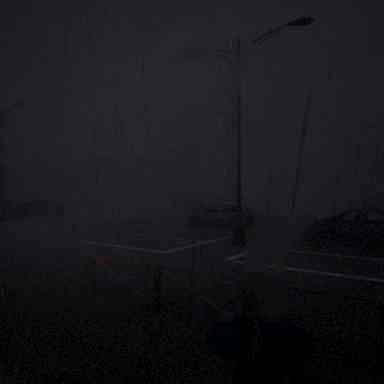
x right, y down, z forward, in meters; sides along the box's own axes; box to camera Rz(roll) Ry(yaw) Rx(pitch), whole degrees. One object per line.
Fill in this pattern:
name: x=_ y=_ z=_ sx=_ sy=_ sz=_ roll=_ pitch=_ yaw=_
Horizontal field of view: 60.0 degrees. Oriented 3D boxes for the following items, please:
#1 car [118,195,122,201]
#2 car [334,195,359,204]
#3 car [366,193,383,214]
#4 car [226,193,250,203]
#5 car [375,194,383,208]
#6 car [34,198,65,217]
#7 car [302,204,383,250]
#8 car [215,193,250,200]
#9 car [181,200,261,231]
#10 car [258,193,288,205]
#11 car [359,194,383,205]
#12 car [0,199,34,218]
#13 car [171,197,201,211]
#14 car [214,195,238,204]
car: x=-19.232 y=1.495 z=80.292 sx=2.242 sy=1.667 sz=4.611 roll=0 pitch=0 yaw=35
car: x=25.105 y=1.228 z=53.173 sx=4.514 sy=1.523 sz=2.007 roll=0 pitch=0 yaw=35
car: x=18.071 y=1.029 z=30.192 sx=3.866 sy=1.878 sz=1.905 roll=0 pitch=0 yaw=35
car: x=8.347 y=1.040 z=60.399 sx=3.866 sy=1.878 sz=1.905 roll=0 pitch=0 yaw=35
car: x=25.388 y=1.087 z=40.688 sx=5.027 sy=1.636 sz=2.152 roll=0 pitch=0 yaw=35
car: x=-13.603 y=1.349 z=29.889 sx=5.027 sy=1.636 sz=2.152 roll=0 pitch=0 yaw=35
car: x=6.009 y=1.357 z=12.406 sx=3.633 sy=1.501 sz=1.845 roll=0 pitch=0 yaw=35
car: x=5.216 y=1.273 z=43.392 sx=4.514 sy=1.523 sz=2.007 roll=0 pitch=0 yaw=35
car: x=1.626 y=1.374 z=19.094 sx=3.806 sy=1.475 sz=1.970 roll=0 pitch=0 yaw=35
car: x=12.922 y=1.053 z=53.204 sx=4.605 sy=1.855 sz=1.932 roll=0 pitch=0 yaw=35
car: x=16.748 y=1.053 z=27.572 sx=4.605 sy=1.855 sz=1.932 roll=0 pitch=0 yaw=35
car: x=-15.354 y=1.363 z=27.286 sx=4.514 sy=1.523 sz=2.007 roll=0 pitch=0 yaw=35
car: x=-0.533 y=1.309 z=35.218 sx=3.633 sy=1.501 sz=1.845 roll=0 pitch=0 yaw=35
car: x=5.945 y=1.330 z=58.022 sx=3.806 sy=1.475 sz=1.970 roll=0 pitch=0 yaw=35
